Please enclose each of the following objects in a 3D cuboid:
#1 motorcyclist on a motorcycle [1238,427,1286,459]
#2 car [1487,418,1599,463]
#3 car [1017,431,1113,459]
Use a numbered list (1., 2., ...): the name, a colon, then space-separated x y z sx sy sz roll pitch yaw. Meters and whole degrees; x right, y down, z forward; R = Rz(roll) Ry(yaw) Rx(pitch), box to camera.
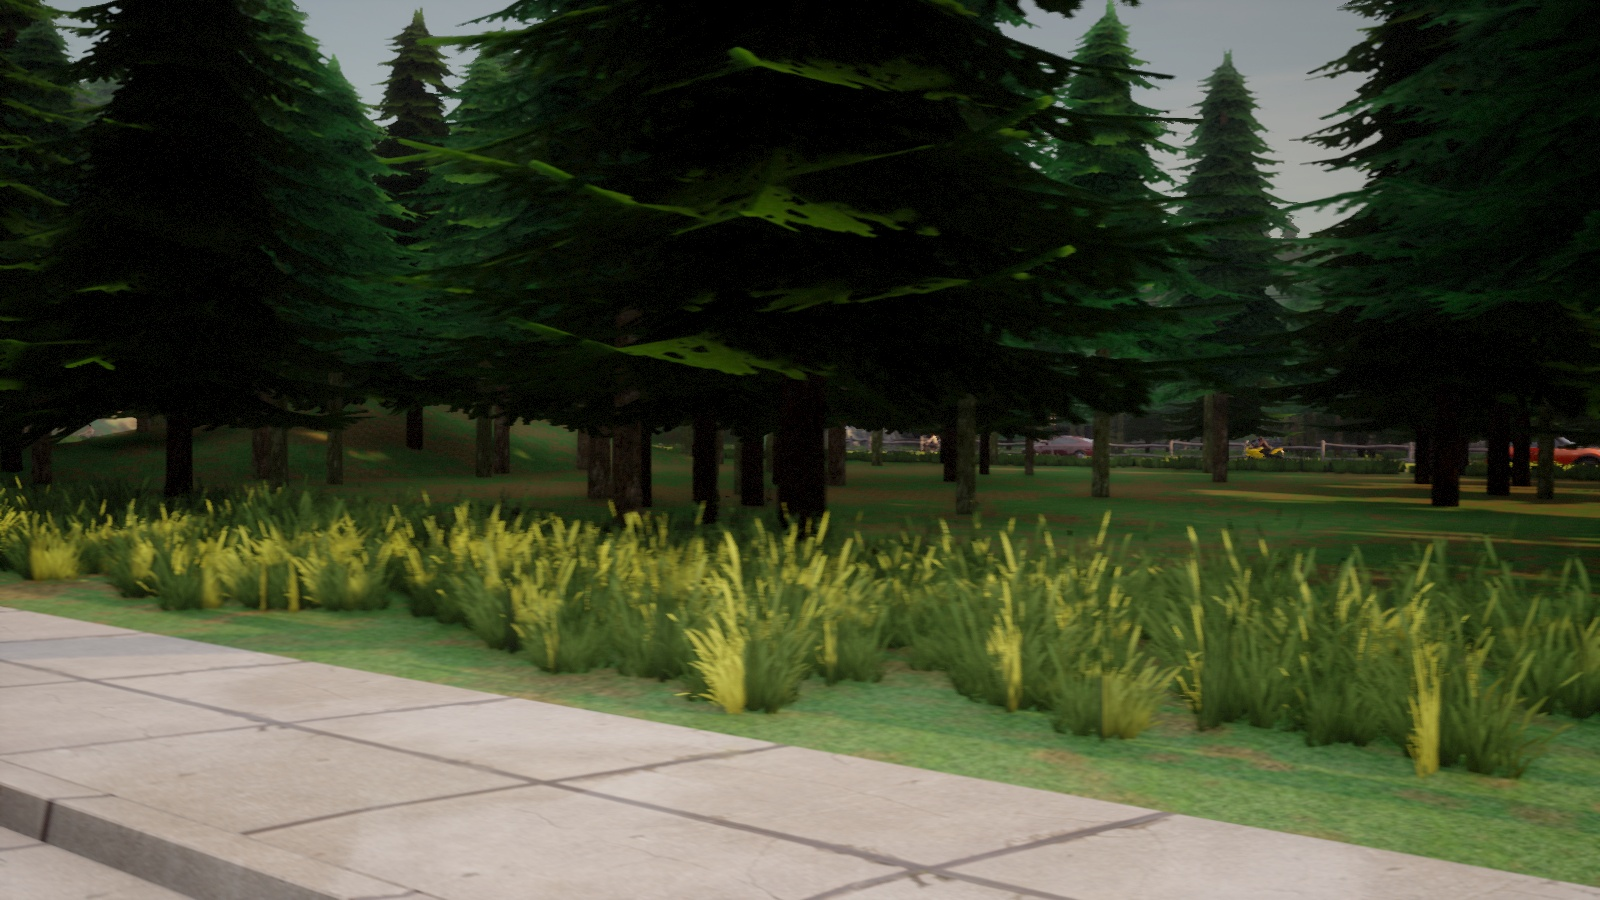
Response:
1. motorcyclist on a motorcycle: 22.511 -0.325 61.166 2.044 1.523 0.797 0 1 36
2. car: 30.625 -0.389 51.030 4.553 1.767 2.097 0 1 36
3. car: 14.147 -0.288 67.209 4.674 1.442 1.812 0 1 36
